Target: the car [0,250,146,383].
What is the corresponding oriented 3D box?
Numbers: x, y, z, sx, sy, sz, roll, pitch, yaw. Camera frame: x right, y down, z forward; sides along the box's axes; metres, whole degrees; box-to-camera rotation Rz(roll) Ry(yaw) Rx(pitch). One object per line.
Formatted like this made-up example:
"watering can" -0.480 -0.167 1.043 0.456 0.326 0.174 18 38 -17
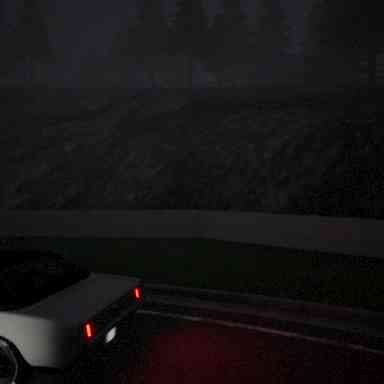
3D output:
"car" -3.197 1.562 4.819 4.718 1.301 1.895 -1 1 14
